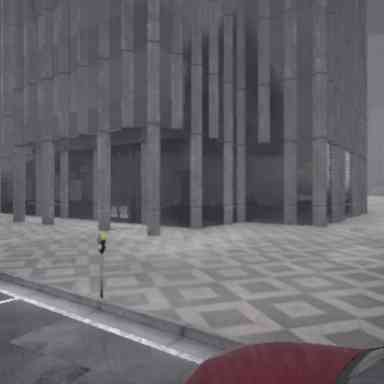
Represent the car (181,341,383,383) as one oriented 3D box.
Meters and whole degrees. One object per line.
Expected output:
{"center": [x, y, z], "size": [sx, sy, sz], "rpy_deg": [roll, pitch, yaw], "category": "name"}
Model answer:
{"center": [1.762, 1.582, 1.824], "size": [4.206, 1.307, 1.802], "rpy_deg": [0, 0, 35], "category": "car"}
